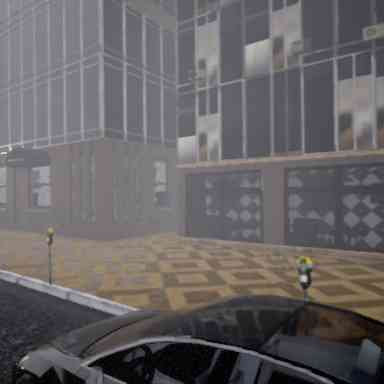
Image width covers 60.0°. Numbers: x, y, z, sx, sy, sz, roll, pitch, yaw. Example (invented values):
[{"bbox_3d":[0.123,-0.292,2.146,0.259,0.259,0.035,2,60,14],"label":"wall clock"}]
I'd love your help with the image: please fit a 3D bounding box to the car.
[{"bbox_3d":[0.331,1.563,2.653,4.313,1.339,1.947,0,-1,36],"label":"car"}]
